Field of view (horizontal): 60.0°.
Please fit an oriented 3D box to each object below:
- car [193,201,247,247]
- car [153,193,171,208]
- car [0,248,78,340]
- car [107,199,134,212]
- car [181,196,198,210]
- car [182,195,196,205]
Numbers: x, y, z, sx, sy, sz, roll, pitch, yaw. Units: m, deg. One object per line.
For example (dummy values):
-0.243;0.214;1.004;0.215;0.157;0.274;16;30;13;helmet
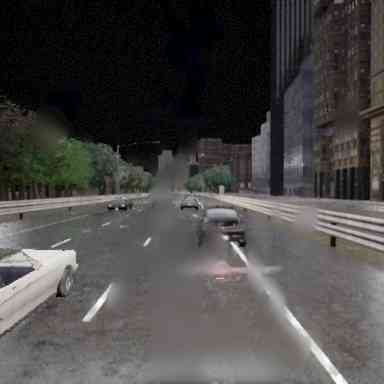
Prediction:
1.111;1.342;14.084;1.837;1.490;4.892;0;1;0;car
-3.741;1.024;42.106;2.097;1.767;4.553;0;0;0;car
-3.442;1.533;5.278;1.895;1.301;4.718;0;1;0;car
-7.180;1.313;33.817;1.895;1.301;4.718;0;0;-1;car
-0.263;1.255;37.894;1.994;1.385;4.181;0;0;1;car
-0.394;1.200;49.250;1.994;1.385;4.181;0;0;0;car
